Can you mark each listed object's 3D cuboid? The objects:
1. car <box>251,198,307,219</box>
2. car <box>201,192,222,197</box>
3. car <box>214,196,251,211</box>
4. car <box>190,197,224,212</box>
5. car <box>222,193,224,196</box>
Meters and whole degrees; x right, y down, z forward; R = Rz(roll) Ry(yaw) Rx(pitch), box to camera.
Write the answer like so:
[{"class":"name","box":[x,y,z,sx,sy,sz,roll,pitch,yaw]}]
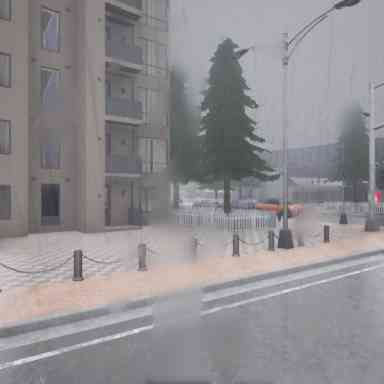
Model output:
[{"class":"car","box":[7.869,1.367,29.606,2.097,1.767,4.553,0,0,-37]},{"class":"car","box":[5.368,1.113,92.674,1.932,1.855,4.605,0,0,-37]},{"class":"car","box":[5.134,1.562,39.328,2.033,1.411,5.357,0,0,-37]},{"class":"car","box":[1.823,1.579,37.593,1.994,1.385,4.181,0,0,-37]},{"class":"car","box":[7.454,1.092,94.739,1.905,1.878,3.866,0,0,-37]}]
